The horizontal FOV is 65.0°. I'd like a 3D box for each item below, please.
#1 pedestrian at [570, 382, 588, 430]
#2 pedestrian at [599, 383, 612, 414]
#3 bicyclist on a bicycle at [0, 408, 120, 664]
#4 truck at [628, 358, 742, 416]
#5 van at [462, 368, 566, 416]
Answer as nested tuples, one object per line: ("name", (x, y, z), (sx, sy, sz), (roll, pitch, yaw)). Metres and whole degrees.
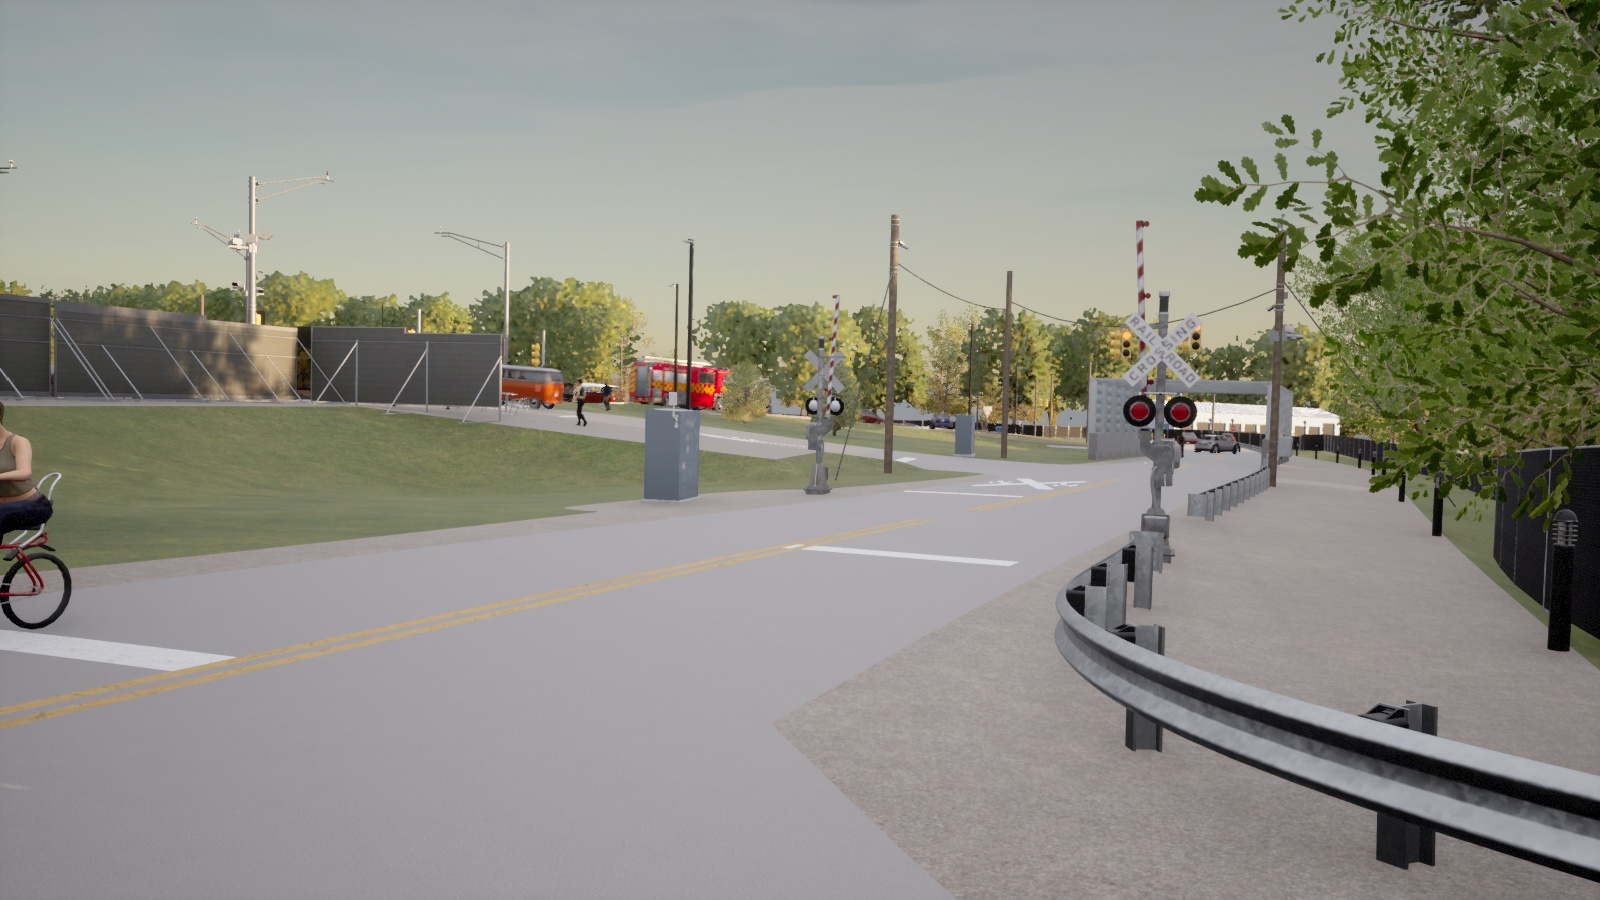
("pedestrian", (-8.502, -1.692, 48.383), (0.594, 1.836, 0.345), (1, 3, 17))
("pedestrian", (-11.452, -3.021, 73.945), (0.402, 1.842, 0.726), (2, 4, 33))
("bicyclist on a bicycle", (-5.397, 0.536, 8.178), (0.866, 1.612, 1.509), (1, 1, 19))
("truck", (-8.689, -4.723, 95.585), (8.468, 3.827, 2.891), (2, 1, -43))
("van", (-13.574, -2.780, 59.687), (4.442, 1.987, 1.775), (4, 4, 14))
